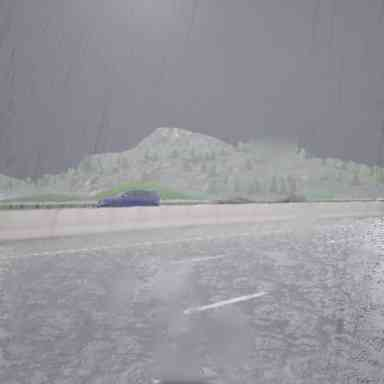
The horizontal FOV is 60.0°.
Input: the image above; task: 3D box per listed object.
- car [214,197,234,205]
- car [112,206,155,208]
[{"bbox_3d":[1.758,1.277,25.866,4.718,1.301,1.895,0,1,-31],"label":"car"},{"bbox_3d":[-5.542,0.794,29.621,5.566,2.045,2.150,0,1,-32],"label":"car"}]
